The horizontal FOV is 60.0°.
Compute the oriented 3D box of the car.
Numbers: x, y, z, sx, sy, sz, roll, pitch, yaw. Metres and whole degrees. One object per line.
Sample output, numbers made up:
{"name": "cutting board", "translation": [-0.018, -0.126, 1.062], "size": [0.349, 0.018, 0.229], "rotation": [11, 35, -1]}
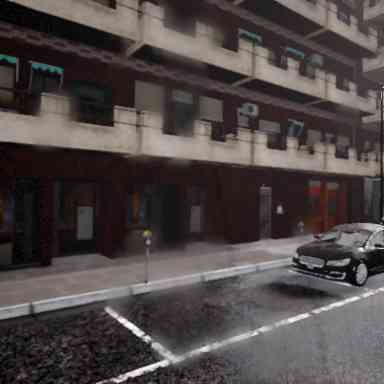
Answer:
{"name": "car", "translation": [4.673, 1.600, 9.388], "size": [4.403, 1.369, 2.008], "rotation": [0, 1, -35]}
